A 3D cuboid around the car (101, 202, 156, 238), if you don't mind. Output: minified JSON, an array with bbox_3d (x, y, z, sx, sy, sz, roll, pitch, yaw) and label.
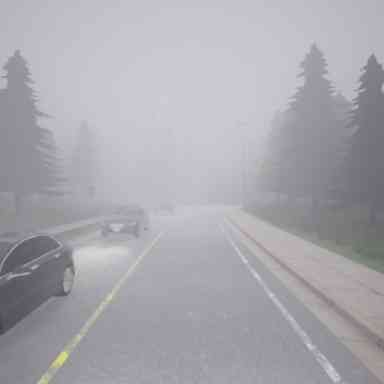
[{"bbox_3d":[-3.469,1.501,17.941,2.128,1.511,4.902,0,0,1],"label":"car"}]

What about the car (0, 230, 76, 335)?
[{"bbox_3d":[-3.587,1.509,5.816,1.837,1.490,4.892,0,0,0],"label":"car"}]

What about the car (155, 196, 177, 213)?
[{"bbox_3d":[-2.848,1.178,35.648,2.097,1.767,4.553,0,0,2],"label":"car"}]
